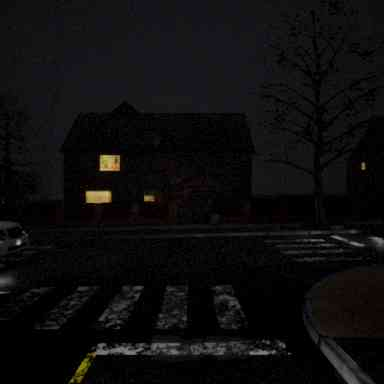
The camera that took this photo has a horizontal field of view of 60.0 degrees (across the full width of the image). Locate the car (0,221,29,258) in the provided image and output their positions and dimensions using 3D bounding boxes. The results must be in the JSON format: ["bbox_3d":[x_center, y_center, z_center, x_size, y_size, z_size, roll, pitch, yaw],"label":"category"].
[{"bbox_3d":[-8.494,1.392,11.005,5.566,2.045,2.150,-1,1,0],"label":"car"}]

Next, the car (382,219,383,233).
[{"bbox_3d":[10.553,1.030,13.978,4.553,1.767,2.097,-1,1,-1],"label":"car"}]
